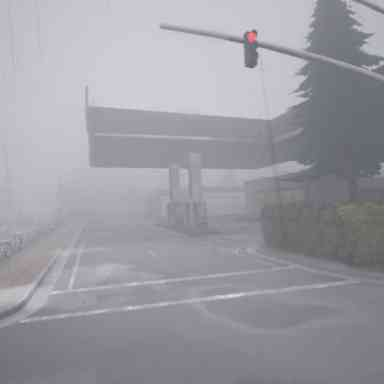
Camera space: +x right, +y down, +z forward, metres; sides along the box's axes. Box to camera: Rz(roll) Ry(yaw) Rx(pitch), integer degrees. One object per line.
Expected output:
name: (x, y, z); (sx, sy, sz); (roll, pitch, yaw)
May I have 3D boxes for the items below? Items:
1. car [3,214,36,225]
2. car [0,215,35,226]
car: (-29.067, 4.624, 56.205); (4.514, 1.523, 2.007); (-2, -2, -17)
car: (-28.111, 4.474, 53.220); (5.027, 1.636, 2.152); (-2, -2, -17)
